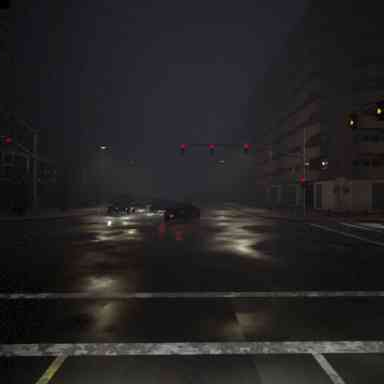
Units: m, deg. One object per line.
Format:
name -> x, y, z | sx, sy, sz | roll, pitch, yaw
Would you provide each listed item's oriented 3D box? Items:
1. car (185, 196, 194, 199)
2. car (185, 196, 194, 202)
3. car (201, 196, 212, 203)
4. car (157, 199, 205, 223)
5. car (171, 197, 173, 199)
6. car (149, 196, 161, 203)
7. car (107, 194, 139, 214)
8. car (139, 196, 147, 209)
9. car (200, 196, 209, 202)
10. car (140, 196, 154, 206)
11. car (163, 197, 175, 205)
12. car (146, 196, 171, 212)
car -> -0.451, 1.525, 68.026 | 1.812, 1.442, 4.674 | 0, 0, 0
car -> -0.521, 1.547, 78.336 | 1.994, 1.385, 4.181 | 0, 0, 0
car -> 3.046, 1.563, 68.447 | 1.994, 1.385, 4.181 | 0, 0, 0
car -> -0.747, 1.528, 26.047 | 1.812, 1.442, 4.674 | 1, 0, 19
car -> -3.902, 1.491, 48.115 | 2.128, 1.511, 4.902 | 0, 0, 0
car -> -7.461, 1.600, 67.969 | 1.895, 1.301, 4.718 | 0, 0, 0
car -> -7.317, 1.221, 35.073 | 2.150, 2.045, 5.566 | 0, 0, 0
car -> -7.386, 1.477, 45.077 | 1.882, 1.535, 5.008 | 0, 0, 0
car -> 2.979, 1.590, 78.391 | 1.895, 1.301, 4.718 | 0, 0, 0
car -> -7.447, 1.504, 55.388 | 1.837, 1.490, 4.892 | 0, 0, 0
car -> -3.961, 1.564, 58.130 | 1.994, 1.385, 4.181 | 0, 0, -1
car -> -3.839, 1.477, 38.627 | 1.882, 1.535, 5.008 | 0, 0, 0
